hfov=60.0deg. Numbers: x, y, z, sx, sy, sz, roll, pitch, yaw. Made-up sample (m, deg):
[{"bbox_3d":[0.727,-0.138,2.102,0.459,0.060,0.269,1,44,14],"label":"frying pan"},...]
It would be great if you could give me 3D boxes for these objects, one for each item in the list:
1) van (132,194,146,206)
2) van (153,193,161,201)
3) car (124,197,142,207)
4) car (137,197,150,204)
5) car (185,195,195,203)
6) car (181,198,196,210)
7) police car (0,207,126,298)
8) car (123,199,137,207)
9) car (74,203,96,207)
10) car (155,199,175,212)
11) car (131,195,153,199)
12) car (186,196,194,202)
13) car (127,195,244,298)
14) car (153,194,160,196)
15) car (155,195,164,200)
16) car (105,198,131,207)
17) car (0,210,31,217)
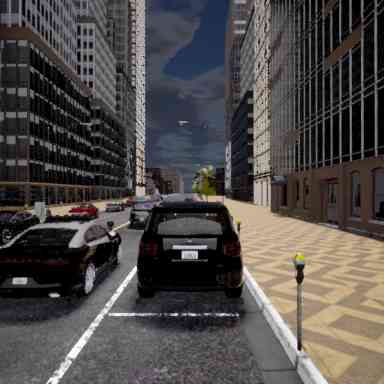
[{"bbox_3d":[-8.832,1.315,55.646,1.690,1.788,3.998,0,0,0],"label":"van"},{"bbox_3d":[-8.831,1.286,84.106,1.690,1.788,3.998,0,0,0],"label":"van"},{"bbox_3d":[-8.833,1.523,49.953,1.887,1.381,4.507,0,0,0],"label":"car"},{"bbox_3d":[-8.832,1.551,61.338,1.802,1.307,4.206,0,0,0],"label":"car"},{"bbox_3d":[-0.451,1.403,67.015,1.967,1.590,4.097,0,0,0],"label":"car"},{"bbox_3d":[-0.452,1.548,44.248,1.947,1.339,4.313,0,0,0],"label":"car"},{"bbox_3d":[-3.145,1.424,8.680,1.930,1.638,5.238,0,0,0],"label":"police car"},{"bbox_3d":[-3.073,1.487,23.089,2.128,1.511,4.902,0,0,0],"label":"car"},{"bbox_3d":[-8.832,1.575,27.183,1.802,1.307,4.206,0,0,0],"label":"car"},{"bbox_3d":[-3.071,1.550,38.583,1.994,1.385,4.181,0,0,0],"label":"car"},{"bbox_3d":[-6.217,1.477,40.467,2.128,1.511,4.902,0,0,0],"label":"car"},{"bbox_3d":[-0.452,1.533,78.399,1.802,1.307,4.206,0,0,0],"label":"car"},{"bbox_3d":[-0.039,1.227,8.679,2.150,2.045,5.566,0,0,0],"label":"car"},{"bbox_3d":[-8.832,1.391,78.413,1.967,1.590,4.097,0,0,0],"label":"car"},{"bbox_3d":[-8.832,1.504,89.799,1.947,1.339,4.313,0,0,0],"label":"car"},{"bbox_3d":[-8.833,1.537,38.569,2.008,1.369,4.403,0,0,0],"label":"car"},{"bbox_3d":[-8.833,1.563,15.800,1.947,1.339,4.313,0,0,0],"label":"car"}]
